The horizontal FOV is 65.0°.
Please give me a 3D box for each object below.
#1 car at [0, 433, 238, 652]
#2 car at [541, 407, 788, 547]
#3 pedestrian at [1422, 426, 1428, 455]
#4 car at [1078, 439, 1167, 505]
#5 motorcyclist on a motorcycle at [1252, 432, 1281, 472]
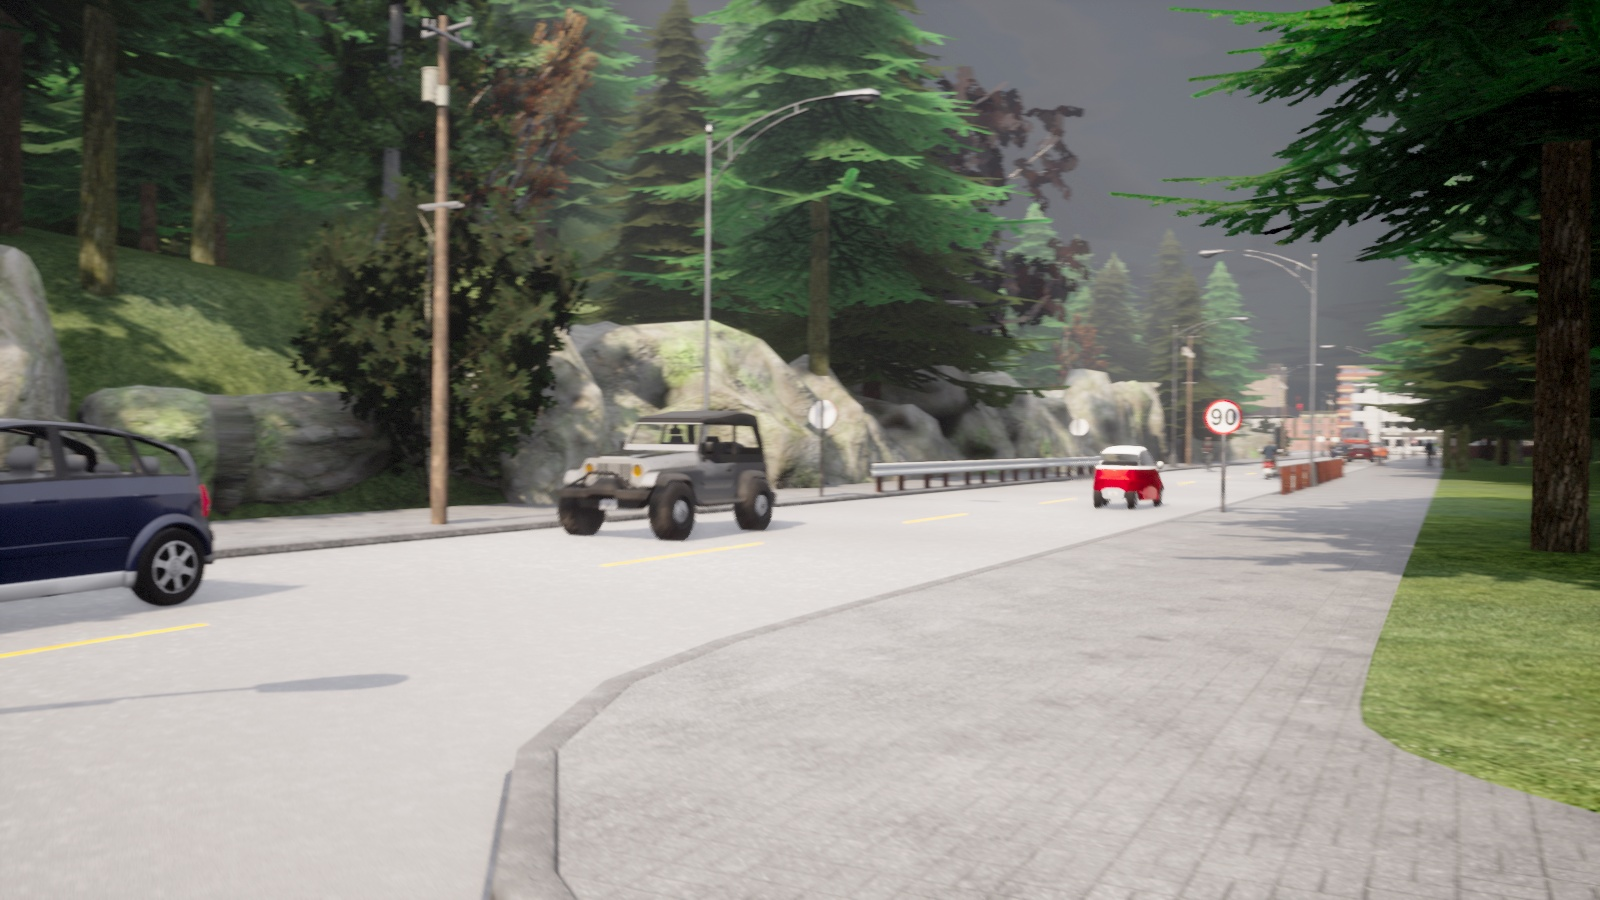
[{"bbox_3d":[-6.396,0.652,9.544,1.789,1.549,3.705,0,1,20],"label":"car"},{"bbox_3d":[-1.919,0.349,19.004,1.905,1.878,3.866,0,0,27],"label":"car"},{"bbox_3d":[40.580,-0.617,81.526,0.370,1.835,0.726,0,1,28],"label":"pedestrian"},{"bbox_3d":[7.249,0.460,28.167,1.481,1.376,2.207,0,1,27],"label":"car"},{"bbox_3d":[19.055,0.058,51.269,0.866,1.590,1.817,0,1,27],"label":"motorcyclist on a motorcycle"}]
